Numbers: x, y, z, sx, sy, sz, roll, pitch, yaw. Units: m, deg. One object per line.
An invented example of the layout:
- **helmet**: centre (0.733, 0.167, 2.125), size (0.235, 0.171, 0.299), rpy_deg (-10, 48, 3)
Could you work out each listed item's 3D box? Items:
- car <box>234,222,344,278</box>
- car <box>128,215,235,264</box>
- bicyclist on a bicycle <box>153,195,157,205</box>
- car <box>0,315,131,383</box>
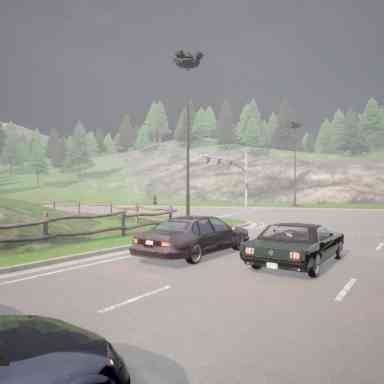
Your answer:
- **car**: centre (3.342, 1.601, 10.338), size (1.895, 1.301, 4.718), rpy_deg (0, 0, 35)
- **car**: centre (0.174, 1.547, 11.918), size (2.033, 1.411, 5.357), rpy_deg (0, 0, 35)
- **bicyclist on a bicycle**: centre (-5.794, 1.302, 51.935), size (0.582, 1.620, 1.656), rpy_deg (0, 0, 14)
- **car**: centre (-2.365, 1.564, 2.055), size (1.994, 1.385, 4.181), rpy_deg (0, 0, 35)
